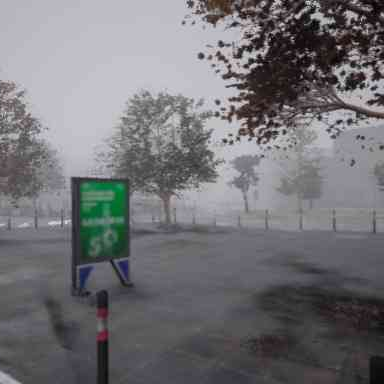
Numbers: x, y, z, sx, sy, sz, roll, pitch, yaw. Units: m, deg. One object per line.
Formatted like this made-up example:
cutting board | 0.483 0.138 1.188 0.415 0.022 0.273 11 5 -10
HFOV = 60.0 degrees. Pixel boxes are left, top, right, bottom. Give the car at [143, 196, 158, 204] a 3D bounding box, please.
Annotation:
car | -11.952 1.977 86.393 5.566 2.045 2.435 0 -2 -17

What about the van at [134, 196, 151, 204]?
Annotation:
van | -13.846 2.198 92.285 4.442 1.987 1.878 0 -2 -17

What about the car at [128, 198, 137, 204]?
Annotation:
car | -14.729 2.168 82.199 1.812 1.442 4.674 0 -1 -17

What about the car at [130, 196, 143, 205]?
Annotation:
car | -12.730 2.026 71.704 2.033 1.411 5.357 -1 -1 4
